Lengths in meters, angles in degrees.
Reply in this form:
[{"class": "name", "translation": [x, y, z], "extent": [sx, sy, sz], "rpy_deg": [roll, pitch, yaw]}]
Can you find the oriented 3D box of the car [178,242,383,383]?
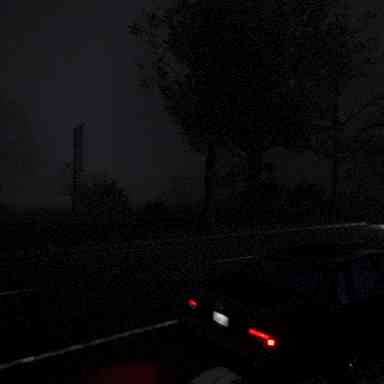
[{"class": "car", "translation": [2.396, 1.567, 5.394], "extent": [5.357, 1.411, 2.033], "rpy_deg": [0, 0, -35]}]
